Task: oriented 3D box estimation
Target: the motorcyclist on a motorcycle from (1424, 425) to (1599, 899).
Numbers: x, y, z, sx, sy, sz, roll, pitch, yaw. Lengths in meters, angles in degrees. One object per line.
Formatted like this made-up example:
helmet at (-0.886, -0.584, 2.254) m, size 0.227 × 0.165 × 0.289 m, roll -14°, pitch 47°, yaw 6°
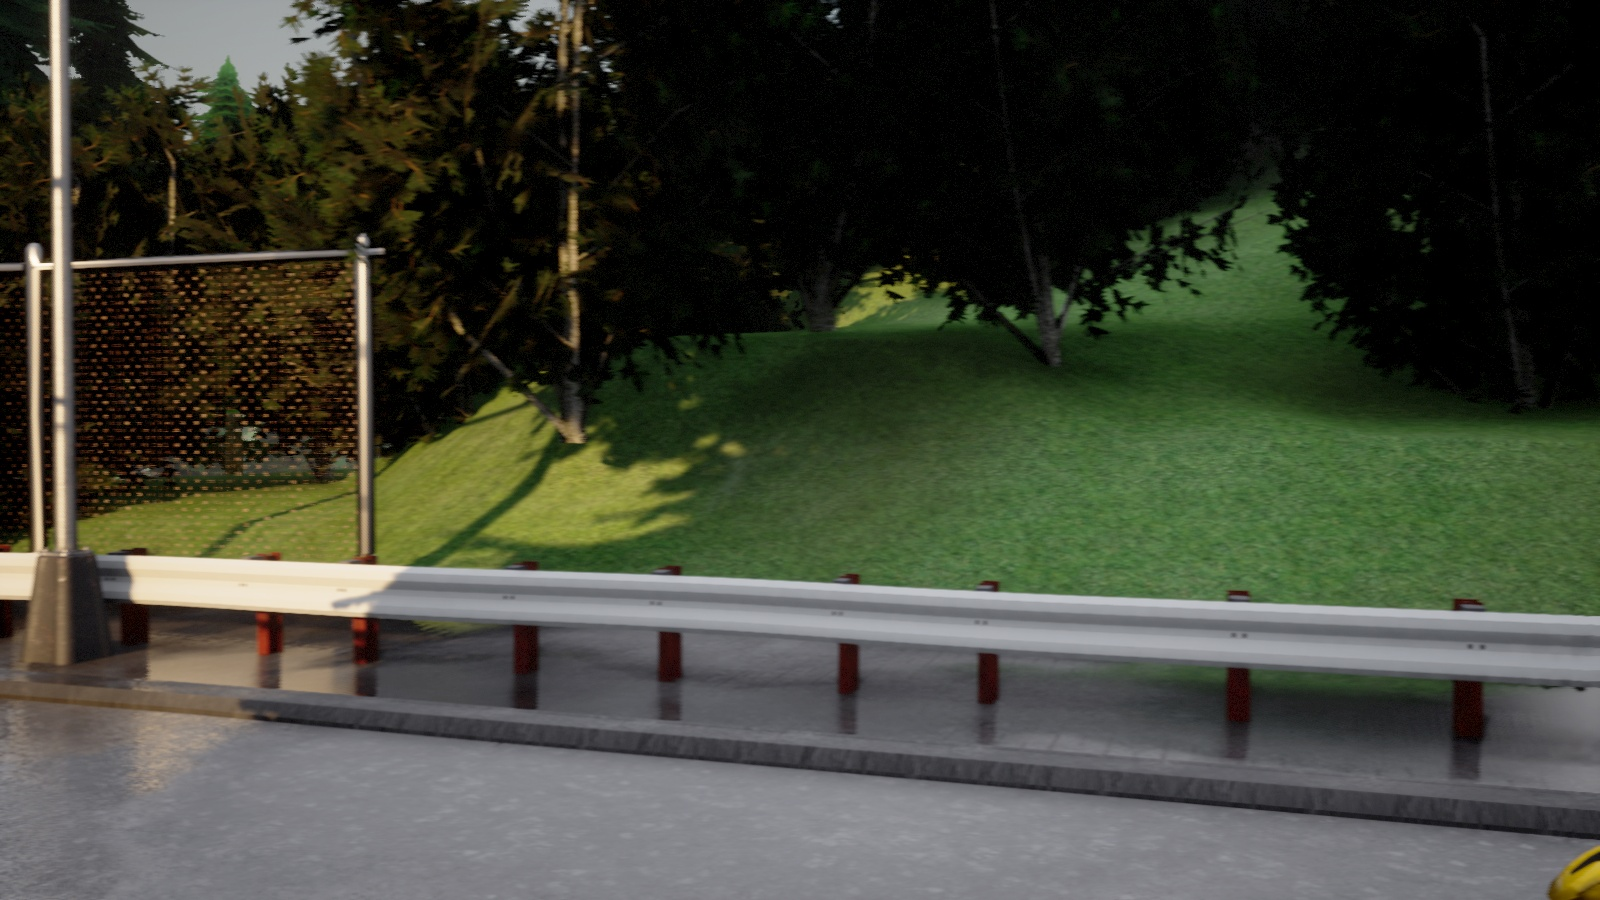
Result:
motorcyclist on a motorcycle at (2.500, 0.743, 2.868) m, size 1.817 × 1.590 × 0.866 m, roll 1°, pitch 1°, yaw 19°
